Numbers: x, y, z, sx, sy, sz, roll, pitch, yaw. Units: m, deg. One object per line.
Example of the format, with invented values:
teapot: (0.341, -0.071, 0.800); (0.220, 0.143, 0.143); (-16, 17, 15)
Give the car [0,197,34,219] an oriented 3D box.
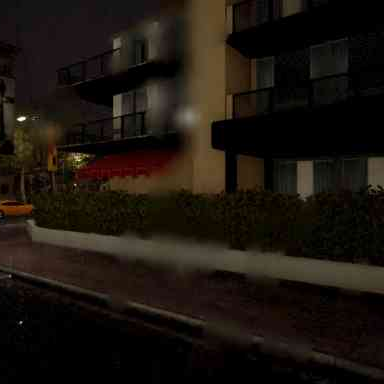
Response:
car: (-16.001, 1.477, 29.601); (1.882, 1.535, 5.008); (0, 0, 36)
